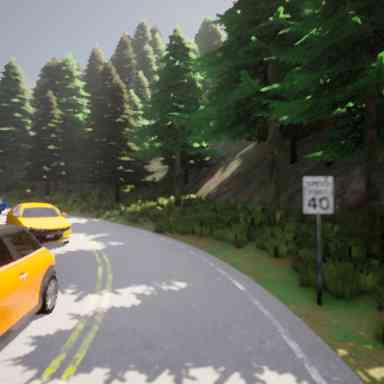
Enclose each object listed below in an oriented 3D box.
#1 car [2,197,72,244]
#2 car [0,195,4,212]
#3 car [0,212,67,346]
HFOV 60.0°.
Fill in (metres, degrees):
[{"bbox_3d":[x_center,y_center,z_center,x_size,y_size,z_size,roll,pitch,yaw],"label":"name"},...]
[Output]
[{"bbox_3d":[-6.669,1.242,14.289,1.882,1.535,5.008,1,2,-36],"label":"car"},{"bbox_3d":[-14.388,0.334,21.216,5.566,2.045,2.150,5,0,23],"label":"car"},{"bbox_3d":[-3.574,1.369,4.569,2.097,1.767,4.553,0,0,-3],"label":"car"}]
